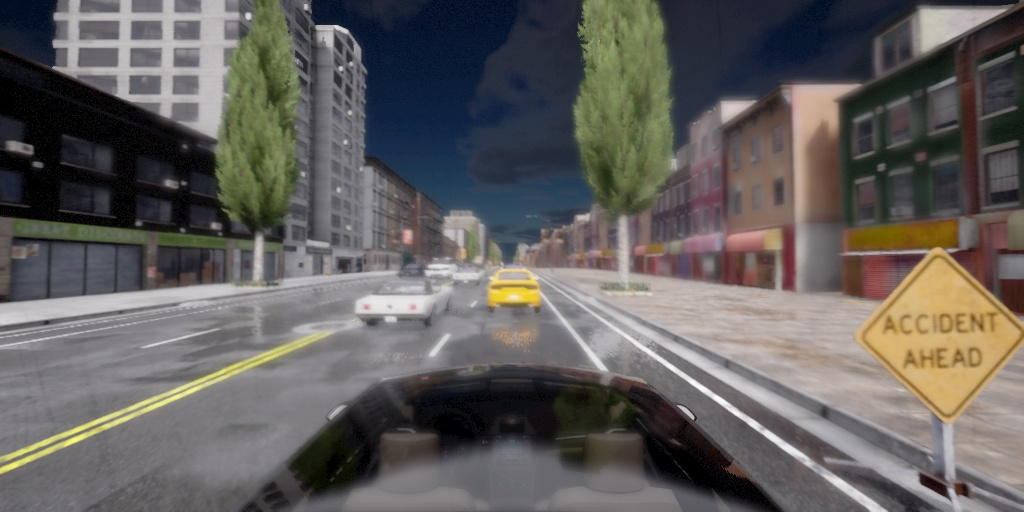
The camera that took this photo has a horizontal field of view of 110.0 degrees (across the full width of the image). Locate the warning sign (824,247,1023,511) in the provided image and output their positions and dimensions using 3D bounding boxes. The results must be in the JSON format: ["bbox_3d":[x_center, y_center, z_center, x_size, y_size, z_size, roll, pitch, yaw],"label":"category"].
[{"bbox_3d":[3.225,0.864,2.664,1.300,1.860,1.060,0,0,0],"label":"warning sign"}]

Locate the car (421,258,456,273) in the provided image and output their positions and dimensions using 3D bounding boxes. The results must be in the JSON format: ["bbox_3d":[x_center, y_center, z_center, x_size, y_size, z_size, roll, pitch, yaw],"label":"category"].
[{"bbox_3d":[-6.598,1.188,34.043,2.150,2.045,5.566,0,-1,0],"label":"car"}]

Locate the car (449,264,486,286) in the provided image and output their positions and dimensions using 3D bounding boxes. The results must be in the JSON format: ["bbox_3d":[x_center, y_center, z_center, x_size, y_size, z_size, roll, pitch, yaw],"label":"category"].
[{"bbox_3d":[-3.157,1.500,26.907,1.895,1.301,4.718,0,-1,0],"label":"car"}]

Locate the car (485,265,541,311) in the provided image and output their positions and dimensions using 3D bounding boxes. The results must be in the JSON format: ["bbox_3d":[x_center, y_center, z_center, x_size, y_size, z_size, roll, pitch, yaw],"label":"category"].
[{"bbox_3d":[0.094,1.277,14.642,1.882,1.535,5.008,0,0,0],"label":"car"}]

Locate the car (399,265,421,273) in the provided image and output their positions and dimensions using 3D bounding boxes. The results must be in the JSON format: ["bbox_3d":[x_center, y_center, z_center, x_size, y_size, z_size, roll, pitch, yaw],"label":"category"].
[{"bbox_3d":[-9.843,1.549,35.803,1.994,1.385,4.181,0,-1,0],"label":"car"}]

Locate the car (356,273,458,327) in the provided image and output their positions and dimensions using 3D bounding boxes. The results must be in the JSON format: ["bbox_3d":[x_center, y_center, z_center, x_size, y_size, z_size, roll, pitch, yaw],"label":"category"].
[{"bbox_3d":[-3.158,1.384,11.614,1.895,1.301,4.718,0,0,0],"label":"car"}]
